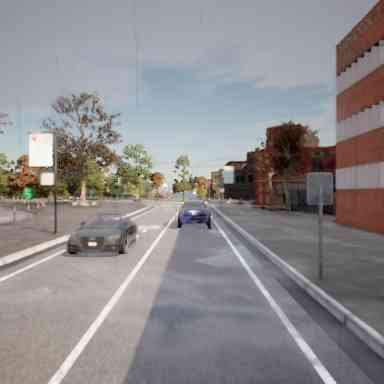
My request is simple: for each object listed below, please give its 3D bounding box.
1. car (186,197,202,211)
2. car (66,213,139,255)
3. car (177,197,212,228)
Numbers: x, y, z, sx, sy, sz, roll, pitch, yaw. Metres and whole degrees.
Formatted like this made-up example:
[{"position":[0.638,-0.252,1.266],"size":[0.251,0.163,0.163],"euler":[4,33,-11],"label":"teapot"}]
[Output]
[{"position":[0.284,1.404,39.979],"size":[1.837,1.490,4.892],"euler":[0,0,1],"label":"car"},{"position":[-3.324,1.545,13.098],"size":[1.994,1.385,4.181],"euler":[0,0,0],"label":"car"},{"position":[0.160,1.306,22.142],"size":[2.097,1.767,4.553],"euler":[0,0,0],"label":"car"}]
